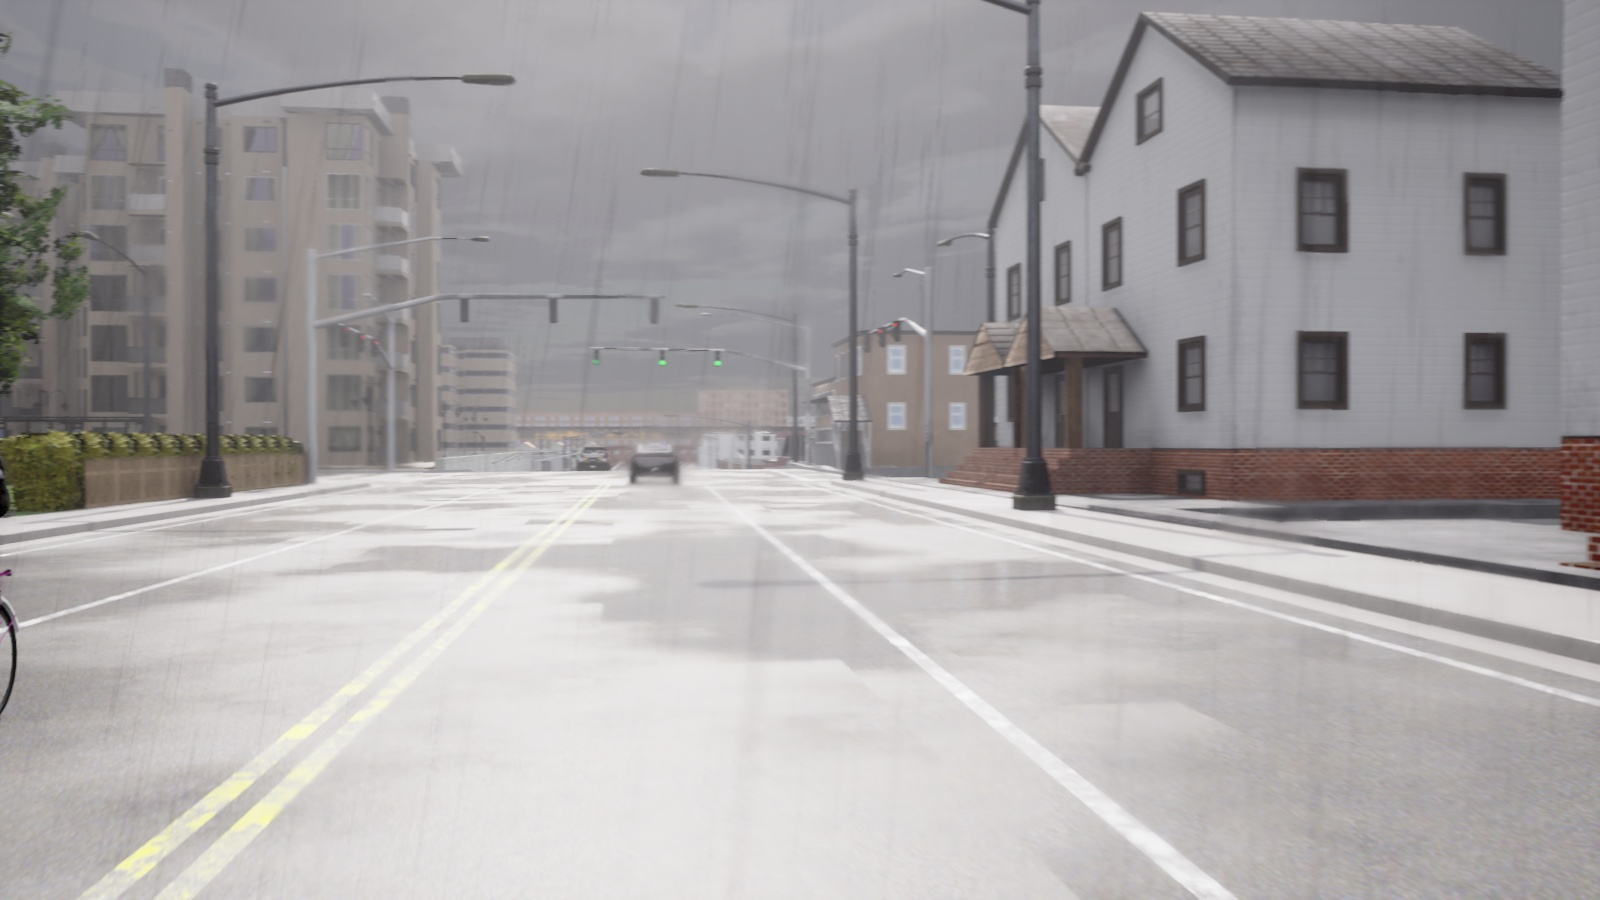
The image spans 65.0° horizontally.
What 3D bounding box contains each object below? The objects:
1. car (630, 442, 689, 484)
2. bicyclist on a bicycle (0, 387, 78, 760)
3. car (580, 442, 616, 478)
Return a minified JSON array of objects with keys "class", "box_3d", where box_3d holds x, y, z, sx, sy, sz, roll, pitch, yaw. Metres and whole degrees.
[{"class":"car","box_3d":[-5.332,0.439,47.628,2.128,1.511,4.902,0,0,-6]},{"class":"bicyclist on a bicycle","box_3d":[-4.118,0.587,5.820,0.659,1.776,1.843,0,0,-6]},{"class":"car","box_3d":[-11.809,0.603,73.686,1.905,1.878,3.866,0,-4,-7]}]
